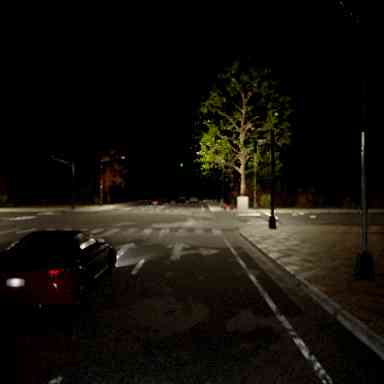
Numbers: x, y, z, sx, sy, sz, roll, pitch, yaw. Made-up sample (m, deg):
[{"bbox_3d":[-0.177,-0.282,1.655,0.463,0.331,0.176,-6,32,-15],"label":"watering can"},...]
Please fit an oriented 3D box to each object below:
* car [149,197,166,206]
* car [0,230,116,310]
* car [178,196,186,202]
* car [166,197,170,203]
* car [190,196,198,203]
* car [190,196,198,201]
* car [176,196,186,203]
[{"bbox_3d":[-6.356,1.748,59.900,1.812,1.442,4.674,0,0,1],"label":"car"},{"bbox_3d":[-3.160,1.597,7.957,1.994,1.385,4.181,0,0,0],"label":"car"},{"bbox_3d":[-2.613,1.722,88.634,2.128,1.511,4.902,0,0,1],"label":"car"},{"bbox_3d":[-6.075,1.803,75.206,2.033,1.411,5.357,0,0,1],"label":"car"},{"bbox_3d":[0.479,1.867,78.578,1.895,1.301,4.718,0,0,1],"label":"car"},{"bbox_3d":[0.637,1.750,88.583,1.994,1.385,4.181,0,0,1],"label":"car"},{"bbox_3d":[-2.777,1.810,78.216,2.033,1.411,5.357,0,0,1],"label":"car"}]
